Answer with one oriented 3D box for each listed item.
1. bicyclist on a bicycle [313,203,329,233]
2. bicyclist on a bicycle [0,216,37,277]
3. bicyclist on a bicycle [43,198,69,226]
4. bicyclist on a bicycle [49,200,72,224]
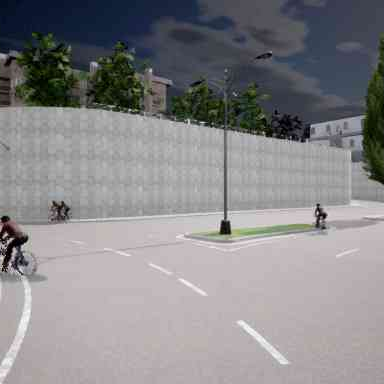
[{"bbox_3d":[7.109,1.455,18.437,0.582,1.620,1.656,0,-2,-9],"label":"bicyclist on a bicycle"},{"bbox_3d":[-4.840,1.455,8.905,1.656,1.620,0.582,-2,-1,17],"label":"bicyclist on a bicycle"},{"bbox_3d":[-9.619,1.387,23.638,0.582,1.620,1.656,0,9,21],"label":"bicyclist on a bicycle"},{"bbox_3d":[-9.030,1.424,23.433,0.582,1.620,1.656,10,9,23],"label":"bicyclist on a bicycle"}]
